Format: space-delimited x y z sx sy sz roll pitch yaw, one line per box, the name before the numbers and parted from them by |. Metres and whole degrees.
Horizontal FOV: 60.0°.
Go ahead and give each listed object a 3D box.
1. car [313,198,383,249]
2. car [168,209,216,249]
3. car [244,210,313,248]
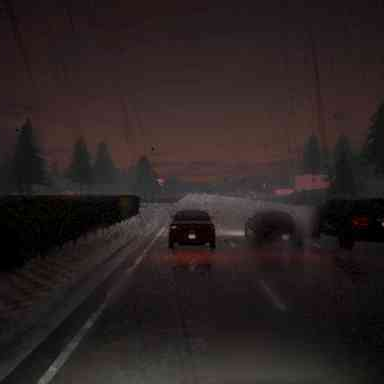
car | 7.000 1.255 14.680 2.150 2.045 5.566 0 0 0
car | 0.000 1.482 14.650 1.882 1.535 5.008 0 0 0
car | 3.500 1.530 14.650 1.812 1.442 4.674 0 0 0
